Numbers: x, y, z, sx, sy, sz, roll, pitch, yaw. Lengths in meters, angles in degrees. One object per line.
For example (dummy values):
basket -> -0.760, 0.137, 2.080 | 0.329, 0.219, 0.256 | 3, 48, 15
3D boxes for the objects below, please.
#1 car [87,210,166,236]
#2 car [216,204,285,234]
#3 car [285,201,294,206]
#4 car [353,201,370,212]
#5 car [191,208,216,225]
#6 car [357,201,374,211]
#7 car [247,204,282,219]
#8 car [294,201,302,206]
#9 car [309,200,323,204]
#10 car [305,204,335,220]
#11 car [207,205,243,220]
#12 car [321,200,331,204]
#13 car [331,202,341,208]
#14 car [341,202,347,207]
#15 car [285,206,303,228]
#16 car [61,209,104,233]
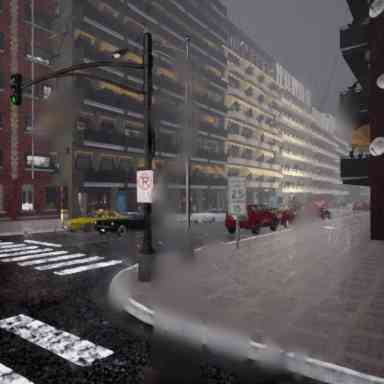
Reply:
car -> -3.830, 1.910, 20.841 | 1.895, 1.301, 4.718 | 0, -1, 35
car -> 4.009, 1.711, 22.033 | 2.192, 1.841, 5.009 | -1, -2, 35
car -> 13.279, 2.445, 49.822 | 1.752, 1.417, 4.829 | -1, -2, 35
car -> 29.992, 2.521, 59.148 | 2.192, 1.841, 5.009 | -1, -2, 35
car -> 1.915, 2.092, 29.048 | 1.895, 1.301, 4.718 | 0, -1, 35
car -> 33.241, 2.621, 63.788 | 2.192, 1.841, 5.009 | -1, -2, 35
car -> 8.423, 2.187, 38.322 | 2.128, 1.511, 4.902 | 0, -1, 35
car -> 16.624, 2.339, 54.607 | 2.192, 1.841, 5.009 | -1, -2, 35
car -> 23.122, 2.769, 63.881 | 1.887, 1.381, 4.507 | -1, -2, 35
car -> 13.755, 2.283, 35.944 | 1.802, 1.307, 4.206 | -1, -2, 35
car -> 3.634, 2.163, 36.042 | 1.887, 1.381, 4.507 | -1, -2, 35
car -> 26.368, 2.639, 68.525 | 2.192, 1.841, 5.009 | -1, -2, 35
car -> 32.866, 3.065, 77.800 | 1.887, 1.381, 4.507 | -1, -2, 35
car -> 39.363, 3.280, 87.080 | 1.947, 1.339, 4.313 | -1, -2, 35
car -> 7.259, 2.043, 26.666 | 1.887, 1.381, 4.507 | -1, -2, 35
car -> -6.209, 1.833, 21.984 | 1.752, 1.417, 4.829 | -1, -2, 35
